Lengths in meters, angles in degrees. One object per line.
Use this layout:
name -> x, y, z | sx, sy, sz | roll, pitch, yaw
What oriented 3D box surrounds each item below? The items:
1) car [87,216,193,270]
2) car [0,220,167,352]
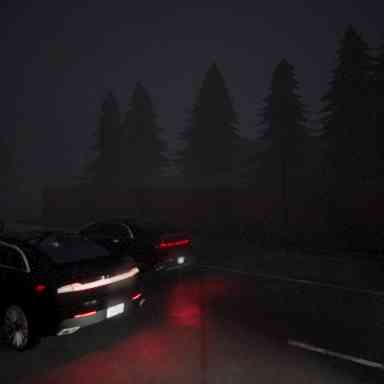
car -> -2.237, 1.499, 9.911 | 4.892, 1.490, 1.837 | 0, 0, 36
car -> -3.070, 1.488, 6.202 | 4.902, 1.511, 2.128 | 0, 0, 36
